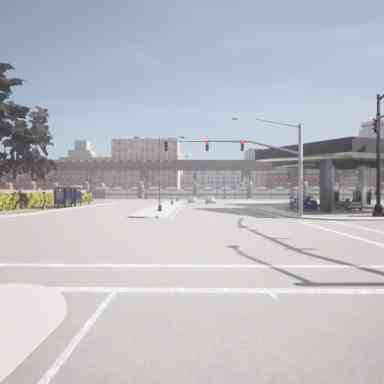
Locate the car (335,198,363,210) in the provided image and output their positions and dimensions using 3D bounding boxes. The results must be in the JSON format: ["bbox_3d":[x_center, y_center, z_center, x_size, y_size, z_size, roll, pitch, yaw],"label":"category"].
[{"bbox_3d":[19.011,1.456,40.452,1.970,1.475,3.806,0,0,0],"label":"car"}]

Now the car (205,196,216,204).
[{"bbox_3d":[3.588,1.525,64.386,1.812,1.442,4.674,0,0,0],"label":"car"}]

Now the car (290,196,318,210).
[{"bbox_3d":[13.265,1.295,39.698,2.242,1.667,4.611,0,0,0],"label":"car"}]

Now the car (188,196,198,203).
[{"bbox_3d":[0.195,1.526,66.171,1.812,1.442,4.674,0,0,0],"label":"car"}]
